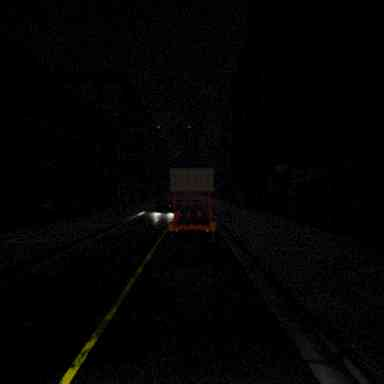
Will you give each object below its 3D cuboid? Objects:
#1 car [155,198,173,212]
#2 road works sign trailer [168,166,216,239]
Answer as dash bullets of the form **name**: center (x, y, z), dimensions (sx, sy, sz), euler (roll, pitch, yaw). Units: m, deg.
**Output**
- **car**: center (-3.092, 1.436, 38.184), dimensions (1.882, 1.535, 5.008), euler (0, 0, 0)
- **road works sign trailer**: center (0.001, 0.451, 17.093), dimensions (2.380, 3.560, 2.880), euler (0, 0, 0)
